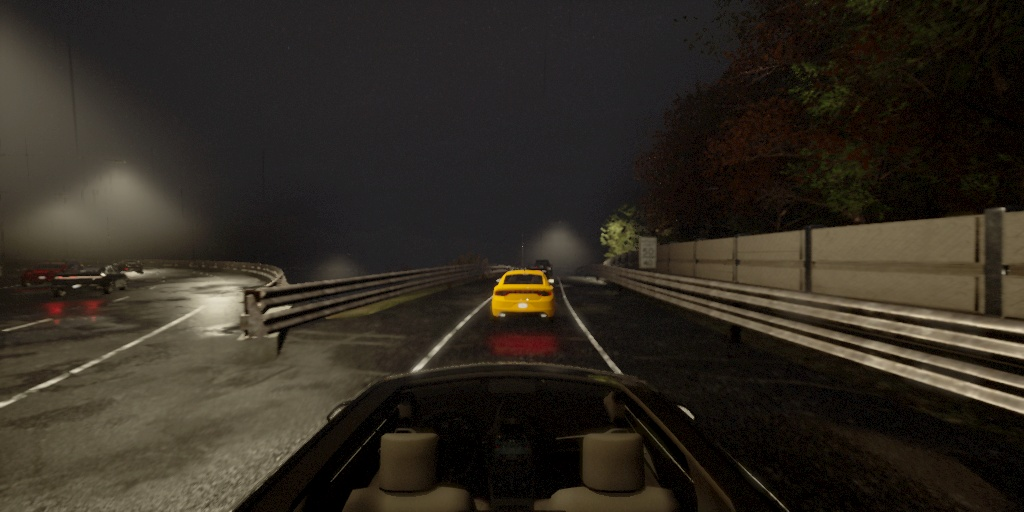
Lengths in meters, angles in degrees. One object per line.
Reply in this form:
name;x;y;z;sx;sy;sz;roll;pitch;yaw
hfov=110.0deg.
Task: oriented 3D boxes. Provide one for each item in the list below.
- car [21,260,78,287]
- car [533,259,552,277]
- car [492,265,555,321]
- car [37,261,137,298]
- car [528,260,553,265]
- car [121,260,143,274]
car;-30.646;1.181;23.971;1.882;1.535;5.008;0;0;-42
car;3.801;1.508;44.183;2.150;2.045;5.566;0;-3;7
car;0.458;1.235;12.509;1.882;1.535;5.008;0;0;4
car;-21.653;1.209;18.566;2.128;1.511;4.902;0;0;-37
car;1.871;1.296;26.992;2.128;1.511;4.902;0;-1;6
car;-41.694;1.195;39.033;4.892;1.490;1.837;0;0;39
